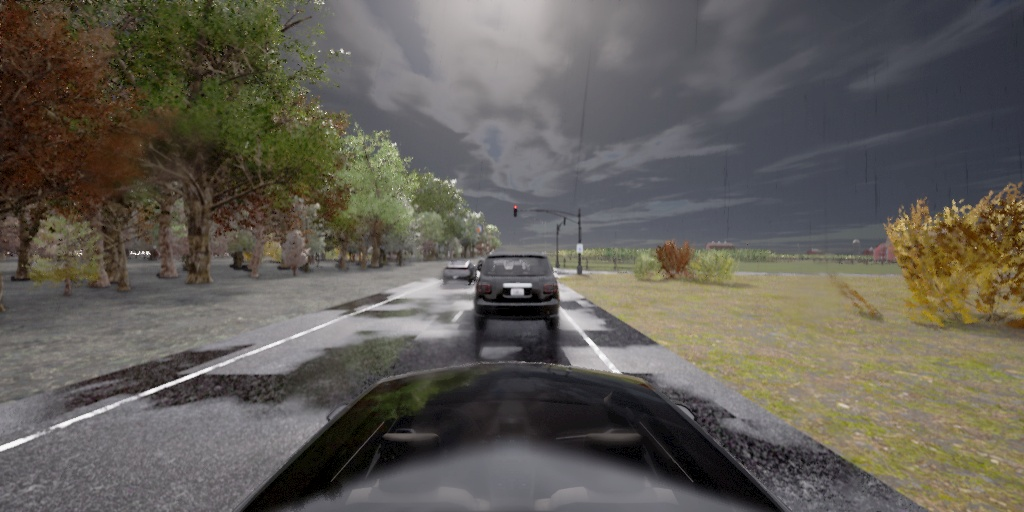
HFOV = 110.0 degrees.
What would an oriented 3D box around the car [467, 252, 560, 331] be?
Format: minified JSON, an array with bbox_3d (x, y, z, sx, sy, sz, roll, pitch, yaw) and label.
[{"bbox_3d":[0.119,0.896,10.860,2.150,2.045,5.566,0,0,0],"label":"car"}]

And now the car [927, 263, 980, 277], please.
[{"bbox_3d":[48.590,1.465,39.226,4.892,1.490,1.837,1,0,0],"label":"car"}]

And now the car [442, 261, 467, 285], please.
[{"bbox_3d":[-3.354,1.060,23.794,2.128,1.511,4.902,0,1,0],"label":"car"}]

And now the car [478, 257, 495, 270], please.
[{"bbox_3d":[-3.312,0.884,46.512,1.837,1.490,4.892,0,1,0],"label":"car"}]
